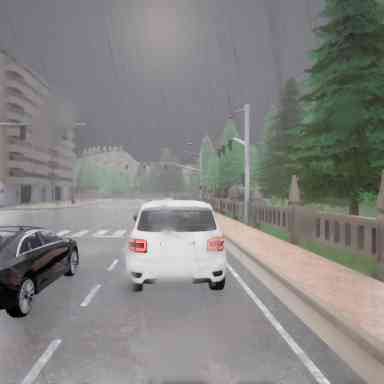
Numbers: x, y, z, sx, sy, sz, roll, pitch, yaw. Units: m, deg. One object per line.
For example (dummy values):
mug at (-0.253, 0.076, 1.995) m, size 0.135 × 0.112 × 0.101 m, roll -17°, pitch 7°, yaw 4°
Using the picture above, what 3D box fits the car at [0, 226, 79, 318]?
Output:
car at (-3.958, 1.492, 7.355) m, size 2.128 × 1.511 × 4.902 m, roll 0°, pitch 0°, yaw -3°

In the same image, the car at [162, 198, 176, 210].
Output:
car at (-3.096, 1.526, 44.370) m, size 1.812 × 1.442 × 4.674 m, roll 0°, pitch 0°, yaw -4°

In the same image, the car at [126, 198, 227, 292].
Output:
car at (-0.464, 1.221, 9.130) m, size 2.150 × 2.045 × 5.566 m, roll 0°, pitch 0°, yaw -4°
